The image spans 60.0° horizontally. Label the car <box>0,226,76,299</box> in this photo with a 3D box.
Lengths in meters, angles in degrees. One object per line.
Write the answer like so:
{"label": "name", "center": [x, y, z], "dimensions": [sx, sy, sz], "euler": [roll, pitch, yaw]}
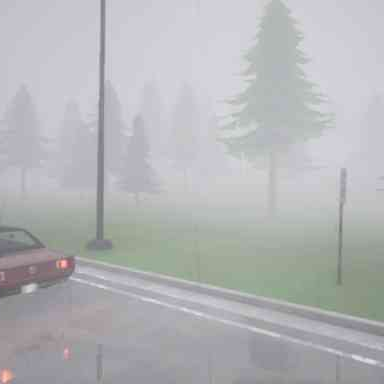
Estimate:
{"label": "car", "center": [-4.756, 1.399, 7.279], "dimensions": [4.718, 1.301, 1.895], "euler": [2, 1, 35]}
